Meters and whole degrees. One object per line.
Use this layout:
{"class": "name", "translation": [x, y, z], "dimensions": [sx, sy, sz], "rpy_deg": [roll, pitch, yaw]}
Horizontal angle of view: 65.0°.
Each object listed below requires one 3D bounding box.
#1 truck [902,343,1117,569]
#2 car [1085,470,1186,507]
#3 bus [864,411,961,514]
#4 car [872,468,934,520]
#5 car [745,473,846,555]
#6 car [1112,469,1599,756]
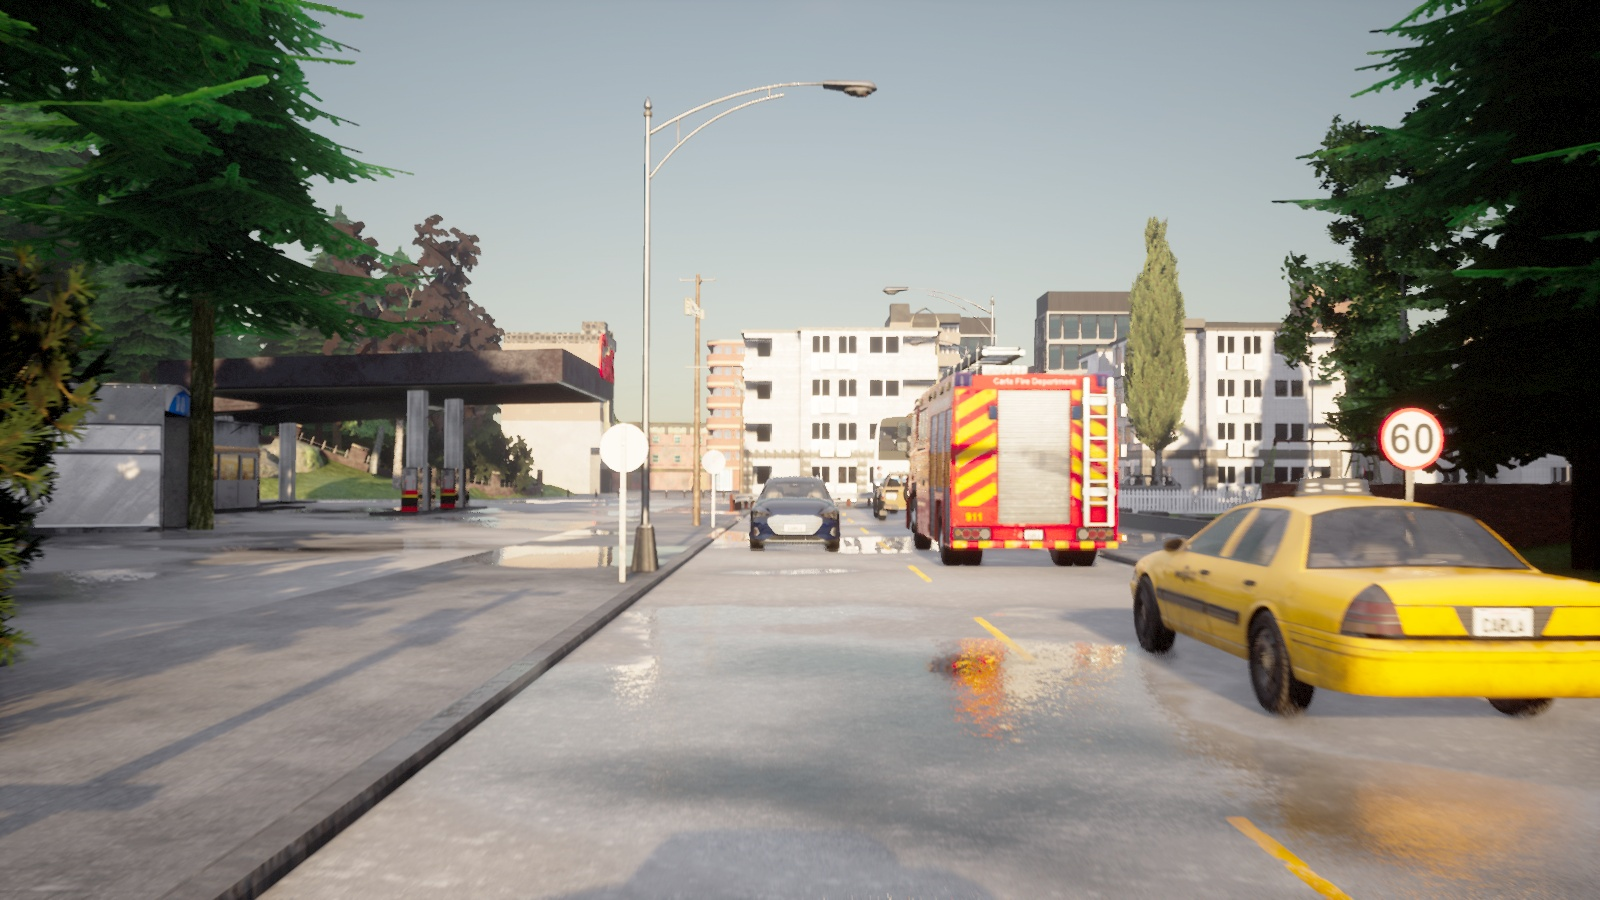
{"class": "truck", "translation": [3.904, 0.189, 25.568], "dimensions": [2.891, 3.827, 8.468], "rpy_deg": [0, -1, 0]}
{"class": "car", "translation": [17.000, 1.935, 63.762], "dimensions": [4.605, 1.855, 1.932], "rpy_deg": [0, -1, 0]}
{"class": "bus", "translation": [5.312, 0.653, 57.051], "dimensions": [3.944, 4.253, 10.273], "rpy_deg": [0, -1, 8]}
{"class": "car", "translation": [3.822, 1.636, 47.317], "dimensions": [1.932, 1.855, 4.605], "rpy_deg": [0, -1, 0]}
{"class": "car", "translation": [-0.101, 1.349, 27.910], "dimensions": [2.033, 1.649, 4.856], "rpy_deg": [0, -1, 0]}
{"class": "car", "translation": [3.971, 0.951, 9.618], "dimensions": [1.801, 1.575, 5.366], "rpy_deg": [0, -1, 0]}
